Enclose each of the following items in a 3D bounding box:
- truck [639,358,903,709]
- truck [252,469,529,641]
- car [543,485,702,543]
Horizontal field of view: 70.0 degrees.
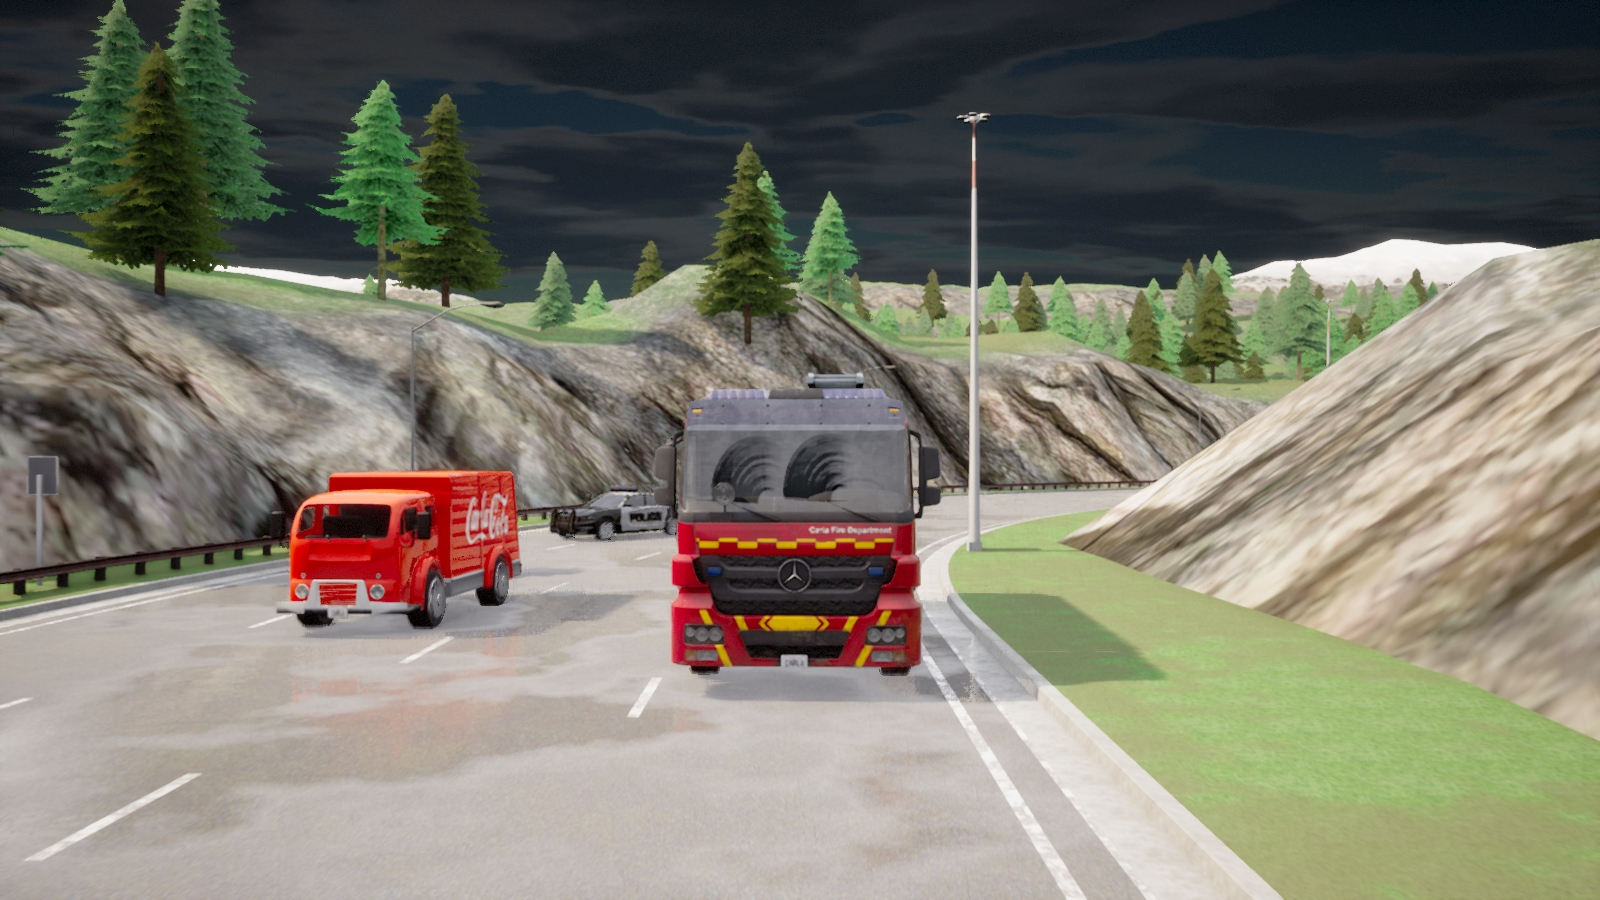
[{"bbox_3d":[-0.171,0.918,16.751,2.891,3.827,8.468,0,0,2],"label":"truck"},{"bbox_3d":[-6.730,1.601,19.630,2.627,2.467,5.204,0,0,4],"label":"truck"},{"bbox_3d":[-5.735,2.041,37.583,2.097,1.638,5.238,0,0,36],"label":"car"}]
